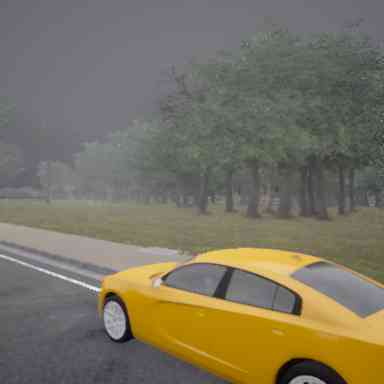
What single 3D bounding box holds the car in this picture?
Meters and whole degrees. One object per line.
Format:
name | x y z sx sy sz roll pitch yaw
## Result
car | 0.644 1.531 4.641 5.008 1.535 1.882 0 -1 41
